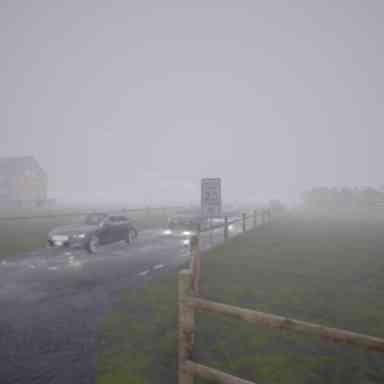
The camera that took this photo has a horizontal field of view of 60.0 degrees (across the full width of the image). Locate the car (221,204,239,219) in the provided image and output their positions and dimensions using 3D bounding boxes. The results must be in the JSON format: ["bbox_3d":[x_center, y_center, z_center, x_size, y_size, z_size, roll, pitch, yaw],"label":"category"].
[{"bbox_3d":[3.957,2.096,36.605,1.837,1.490,4.892,0,-1,20],"label":"car"}]

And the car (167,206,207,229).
[{"bbox_3d":[-0.251,1.874,25.093,1.837,1.490,4.892,0,-1,20],"label":"car"}]

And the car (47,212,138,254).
[{"bbox_3d":[-4.088,1.655,14.468,2.128,1.511,4.902,0,-1,19],"label":"car"}]

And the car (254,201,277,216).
[{"bbox_3d":[9.090,2.264,42.153,2.033,1.411,5.357,0,-1,20],"label":"car"}]

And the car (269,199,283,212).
[{"bbox_3d":[13.841,2.180,55.182,2.150,2.045,5.566,0,-1,20],"label":"car"}]
